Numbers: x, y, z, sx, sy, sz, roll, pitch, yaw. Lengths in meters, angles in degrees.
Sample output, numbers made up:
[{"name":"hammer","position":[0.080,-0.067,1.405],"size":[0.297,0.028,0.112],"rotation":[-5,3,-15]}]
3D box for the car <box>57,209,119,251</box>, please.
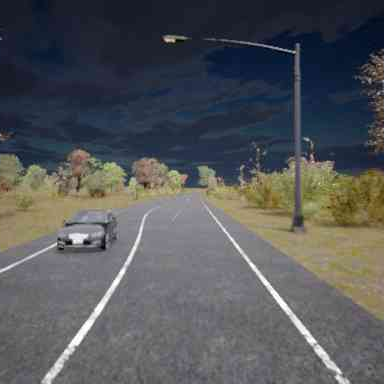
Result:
[{"name":"car","position":[-4.291,1.505,14.285],"size":[2.128,1.511,4.902],"rotation":[0,0,-5]}]
